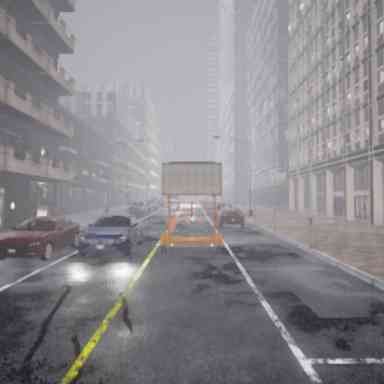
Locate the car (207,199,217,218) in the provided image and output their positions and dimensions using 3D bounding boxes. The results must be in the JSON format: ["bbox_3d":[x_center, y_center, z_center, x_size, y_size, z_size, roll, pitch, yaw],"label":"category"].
[{"bbox_3d":[2.698,1.625,29.450,1.967,1.590,4.097,1,0,0],"label":"car"}]

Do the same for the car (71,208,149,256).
[{"bbox_3d":[-3.104,1.612,13.591,1.812,1.442,4.674,0,0,0],"label":"car"}]

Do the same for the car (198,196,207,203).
[{"bbox_3d":[2.681,1.956,84.929,1.967,1.590,4.097,1,0,0],"label":"car"}]

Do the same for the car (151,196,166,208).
[{"bbox_3d":[-5.688,1.666,57.108,2.192,1.841,5.009,1,0,0],"label":"car"}]

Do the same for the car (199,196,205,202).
[{"bbox_3d":[2.686,1.911,62.907,1.752,1.417,4.829,1,0,0],"label":"car"}]

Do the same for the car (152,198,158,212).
[{"bbox_3d":[-5.688,1.796,40.468,1.887,1.381,4.507,1,0,0],"label":"car"}]

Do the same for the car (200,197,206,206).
[{"bbox_3d":[2.689,1.869,51.641,2.008,1.369,4.403,1,0,0],"label":"car"}]

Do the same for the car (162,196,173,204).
[{"bbox_3d":[-5.698,1.798,79.295,2.192,1.841,5.009,1,0,0],"label":"car"}]

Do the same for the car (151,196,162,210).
[{"bbox_3d":[-5.687,1.725,46.015,1.967,1.590,4.097,1,0,0],"label":"car"}]

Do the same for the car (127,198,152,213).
[{"bbox_3d":[-5.684,1.658,34.921,1.967,1.590,4.097,1,0,0],"label":"car"}]

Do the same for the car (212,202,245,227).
[{"bbox_3d":[2.697,1.695,23.902,1.887,1.381,4.507,1,0,0],"label":"car"}]

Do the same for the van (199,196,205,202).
[{"bbox_3d":[2.681,1.889,90.478,1.690,1.788,3.998,1,0,0],"label":"van"}]

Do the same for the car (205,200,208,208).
[{"bbox_3d":[2.694,1.763,34.998,1.887,1.381,4.507,1,0,0],"label":"car"}]

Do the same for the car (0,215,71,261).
[{"bbox_3d":[-5.679,1.626,12.734,1.887,1.381,4.507,1,0,0],"label":"car"}]

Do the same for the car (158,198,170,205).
[{"bbox_3d":[-5.696,1.968,68.200,2.008,1.369,4.403,1,0,0],"label":"car"}]

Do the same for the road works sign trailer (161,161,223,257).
[{"bbox_3d":[-0.005,0.549,13.384,2.380,3.560,2.880,0,0,0],"label":"road works sign trailer"}]

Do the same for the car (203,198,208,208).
[{"bbox_3d":[2.692,1.797,40.546,1.887,1.381,4.507,1,0,0],"label":"car"}]

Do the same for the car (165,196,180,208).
[{"bbox_3d":[-3.087,1.556,54.370,2.150,2.045,5.566,0,0,0],"label":"car"}]

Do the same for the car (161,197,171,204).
[{"bbox_3d":[-5.696,1.890,73.748,1.967,1.590,4.097,1,0,0],"label":"car"}]

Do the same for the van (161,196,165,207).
[{"bbox_3d":[-5.687,1.659,51.562,1.690,1.788,3.998,1,0,0],"label":"van"}]

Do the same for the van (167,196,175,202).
[{"bbox_3d":[-5.673,1.889,90.389,1.690,1.788,3.998,1,0,0],"label":"van"}]
